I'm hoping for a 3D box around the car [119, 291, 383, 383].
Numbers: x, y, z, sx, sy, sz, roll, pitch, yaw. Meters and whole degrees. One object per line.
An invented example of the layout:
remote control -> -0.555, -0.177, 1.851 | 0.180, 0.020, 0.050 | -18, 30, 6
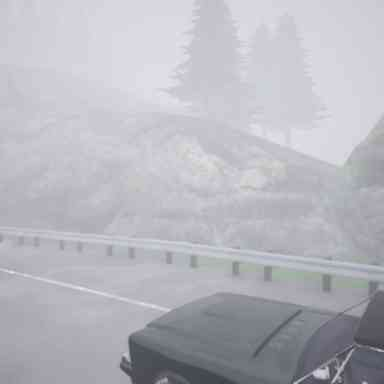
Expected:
car -> 1.616, 1.593, 2.750 | 4.718, 1.301, 1.895 | 0, 0, 35
